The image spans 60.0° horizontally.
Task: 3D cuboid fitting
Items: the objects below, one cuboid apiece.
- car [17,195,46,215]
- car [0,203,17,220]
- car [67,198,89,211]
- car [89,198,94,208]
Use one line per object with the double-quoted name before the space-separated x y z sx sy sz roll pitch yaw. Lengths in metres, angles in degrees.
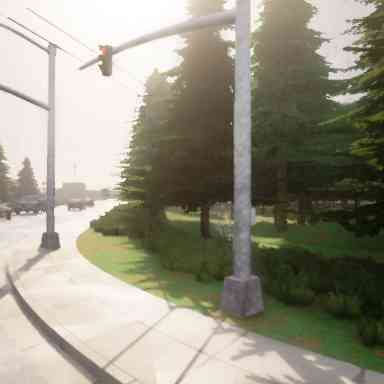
"car" -18.050 1.402 37.446 2.150 2.045 5.566 0 0 -10
"car" -16.182 1.640 26.942 1.812 1.442 4.674 0 0 -10
"car" -15.859 1.754 45.782 1.837 1.490 4.892 0 0 -10
"car" -17.626 1.800 55.849 2.128 1.511 4.902 0 0 -9
